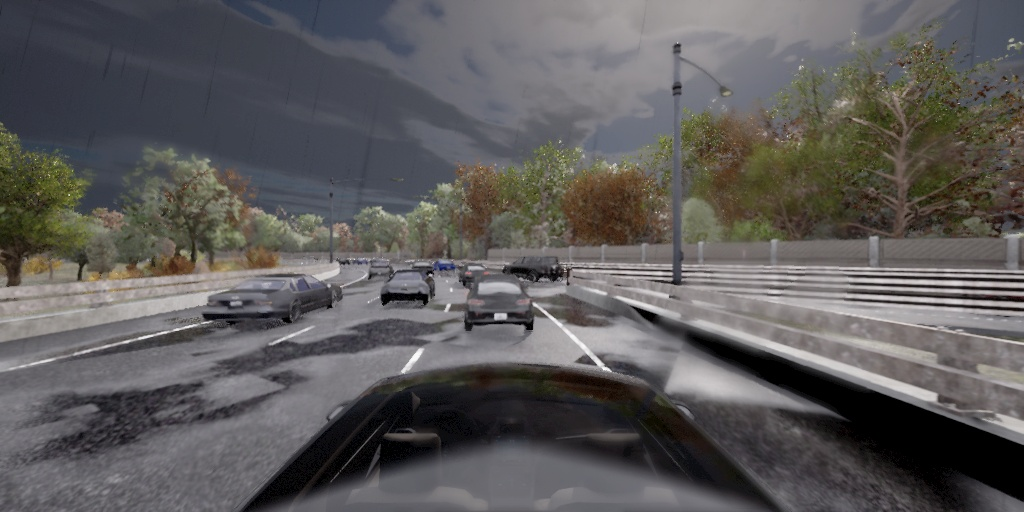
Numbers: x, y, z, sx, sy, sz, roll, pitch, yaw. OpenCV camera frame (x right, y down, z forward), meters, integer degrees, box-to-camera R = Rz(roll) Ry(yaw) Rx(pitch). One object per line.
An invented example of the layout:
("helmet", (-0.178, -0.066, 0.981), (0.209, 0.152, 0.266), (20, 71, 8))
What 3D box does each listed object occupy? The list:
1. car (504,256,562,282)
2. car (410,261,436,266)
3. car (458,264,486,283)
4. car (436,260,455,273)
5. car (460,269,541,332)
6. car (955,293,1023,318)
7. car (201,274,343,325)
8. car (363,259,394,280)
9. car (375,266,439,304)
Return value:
("car", (1.496, 0.989, 28.285), (2.150, 2.045, 5.566), (0, 0, -36))
("car", (-8.481, 1.229, 33.571), (1.882, 1.535, 5.008), (0, 0, -16))
("car", (-2.743, 1.274, 25.474), (1.812, 1.442, 4.674), (0, 0, -14))
("car", (-8.669, 1.226, 44.982), (1.882, 1.535, 5.008), (0, 0, -26))
("car", (-0.442, 1.275, 10.813), (1.812, 1.442, 4.674), (0, 0, -4))
("car", (17.646, 1.266, 11.125), (5.008, 1.535, 1.882), (-1, -1, 42))
("car", (-7.491, 1.302, 11.924), (2.033, 1.411, 5.357), (0, 0, -5))
("car", (-11.681, 1.246, 32.067), (2.128, 1.511, 4.902), (0, 0, -16))
("car", (-4.621, 1.315, 16.359), (1.994, 1.385, 4.181), (0, 0, -8))
